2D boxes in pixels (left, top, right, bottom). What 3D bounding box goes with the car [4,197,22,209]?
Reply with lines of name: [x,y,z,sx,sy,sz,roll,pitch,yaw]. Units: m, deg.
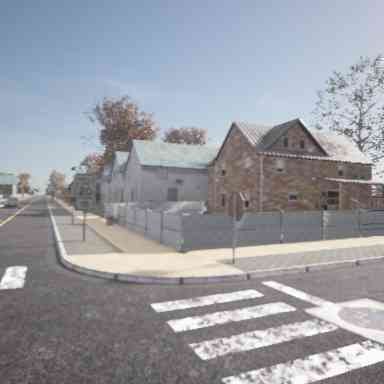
car: [-24.814,1.499,46.190,1.837,1.490,4.892,2,-1,-24]
